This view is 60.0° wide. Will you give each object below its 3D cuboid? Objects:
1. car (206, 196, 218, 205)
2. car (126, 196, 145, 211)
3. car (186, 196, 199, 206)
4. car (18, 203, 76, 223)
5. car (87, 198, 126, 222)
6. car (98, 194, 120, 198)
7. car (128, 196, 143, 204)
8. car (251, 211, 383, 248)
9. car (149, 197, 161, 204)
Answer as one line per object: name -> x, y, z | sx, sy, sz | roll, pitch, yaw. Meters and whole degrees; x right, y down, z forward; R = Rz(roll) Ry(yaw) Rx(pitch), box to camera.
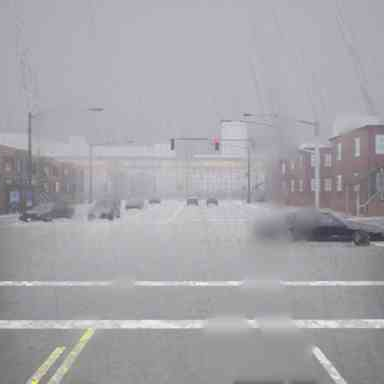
car -> 3.481, 1.505, 58.461 | 1.837, 1.490, 4.892 | 0, 0, 0
car -> -7.112, 1.503, 41.627 | 1.837, 1.490, 4.892 | 0, 0, 0
car -> 0.085, 1.478, 56.346 | 1.882, 1.535, 5.008 | 0, 0, 0
car -> -10.997, 1.547, 25.797 | 2.033, 1.411, 5.357 | 0, 0, 8
car -> -6.995, 1.491, 26.712 | 2.128, 1.511, 4.902 | 0, 0, -2
car -> -10.609, 1.223, 42.693 | 2.150, 2.045, 5.566 | 0, 0, 0
car -> -10.530, 1.478, 62.546 | 1.882, 1.535, 5.008 | 0, 0, 0
car -> 5.322, 1.548, 14.469 | 5.357, 1.411, 2.033 | 0, 0, 7
car -> -7.025, 1.600, 63.173 | 1.895, 1.301, 4.718 | 0, 0, 0
